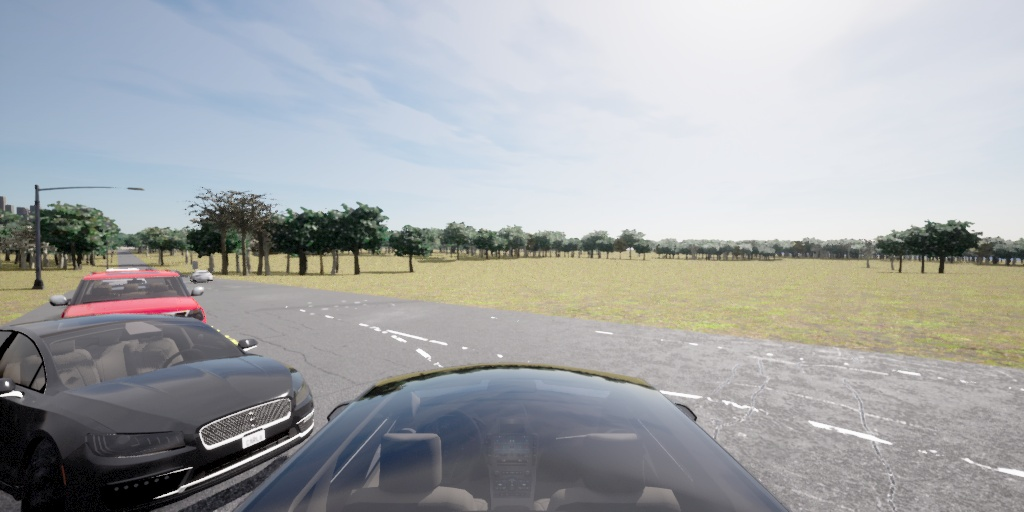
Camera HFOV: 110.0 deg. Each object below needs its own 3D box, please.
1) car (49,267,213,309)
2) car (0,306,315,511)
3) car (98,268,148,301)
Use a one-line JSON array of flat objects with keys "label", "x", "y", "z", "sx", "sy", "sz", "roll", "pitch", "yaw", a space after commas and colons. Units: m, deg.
[{"label": "car", "x": -9.268, "y": 1.384, "z": 8.801, "sx": 5.566, "sy": 2.045, "sz": 2.150, "roll": -2, "pitch": 0, "yaw": 42}, {"label": "car", "x": -4.470, "y": 1.445, "z": 4.039, "sx": 4.892, "sy": 1.490, "sz": 1.837, "roll": -3, "pitch": -3, "yaw": 23}, {"label": "car", "x": -27.462, "y": 1.886, "z": 25.327, "sx": 5.566, "sy": 2.045, "sz": 2.150, "roll": -2, "pitch": 0, "yaw": 42}]
